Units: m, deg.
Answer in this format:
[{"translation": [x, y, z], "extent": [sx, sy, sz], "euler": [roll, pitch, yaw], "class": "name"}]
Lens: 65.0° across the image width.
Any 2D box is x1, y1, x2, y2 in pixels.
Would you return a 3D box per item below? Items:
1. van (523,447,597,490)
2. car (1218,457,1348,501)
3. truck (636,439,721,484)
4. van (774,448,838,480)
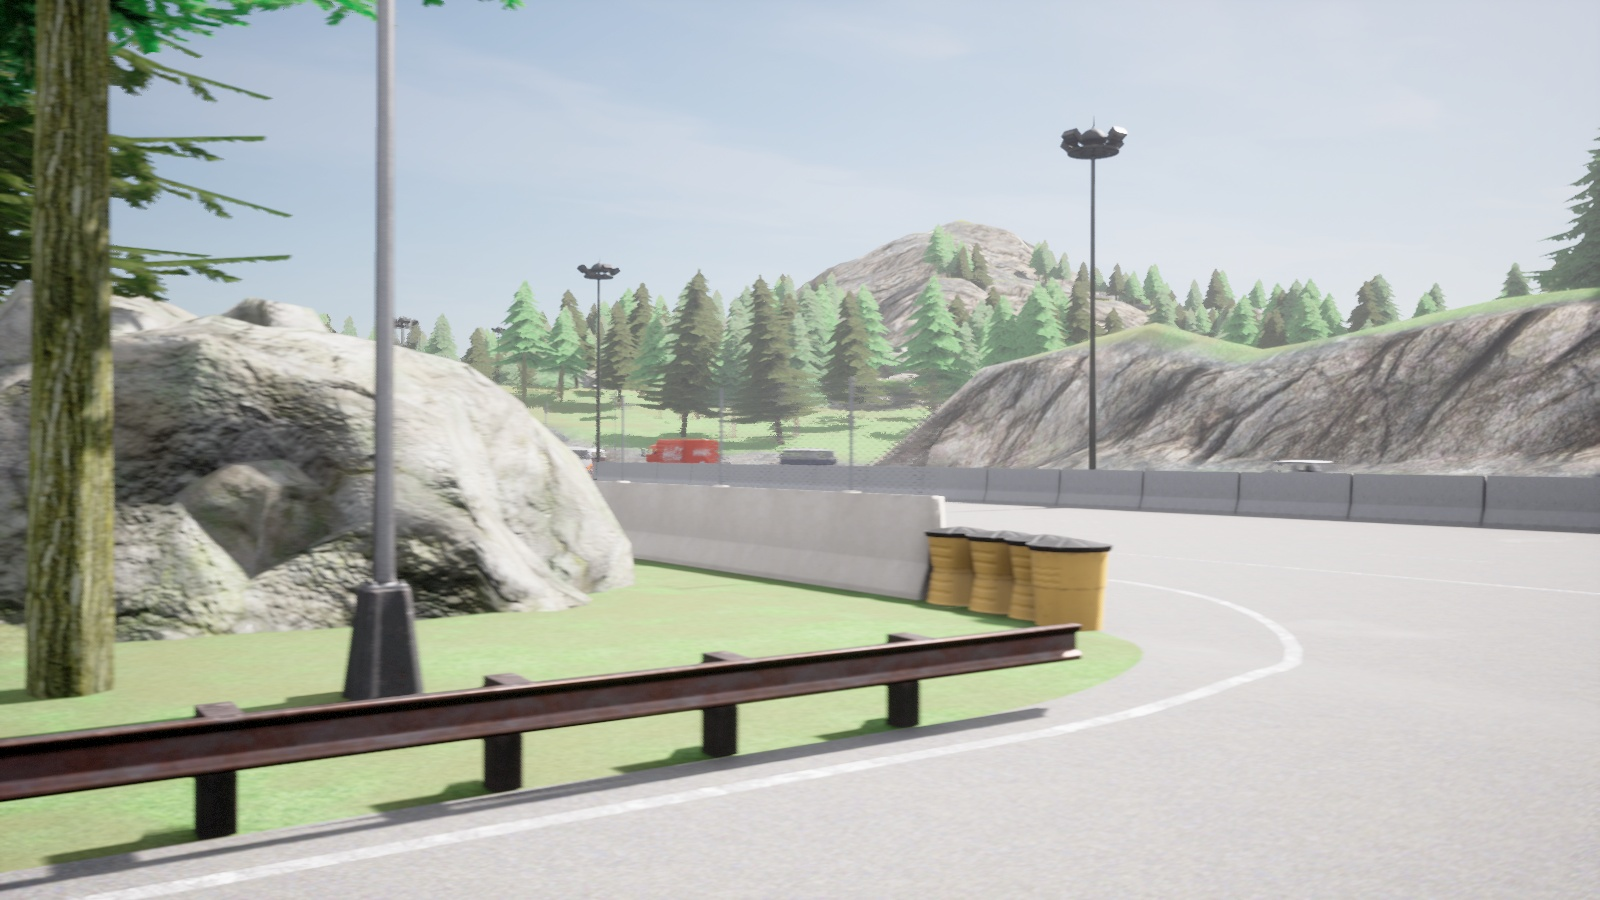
[{"translation": [-11.473, 0.864, 59.931], "extent": [1.775, 1.987, 4.442], "euler": [0, 0, -35], "class": "van"}, {"translation": [16.916, 0.977, 44.141], "extent": [1.970, 1.475, 3.806], "euler": [0, 0, -35], "class": "car"}, {"translation": [-6.980, 0.644, 71.736], "extent": [2.627, 2.467, 5.204], "euler": [0, 0, -35], "class": "truck"}, {"translation": [0.366, 0.886, 79.526], "extent": [1.775, 1.987, 4.442], "euler": [0, 0, -35], "class": "van"}]
